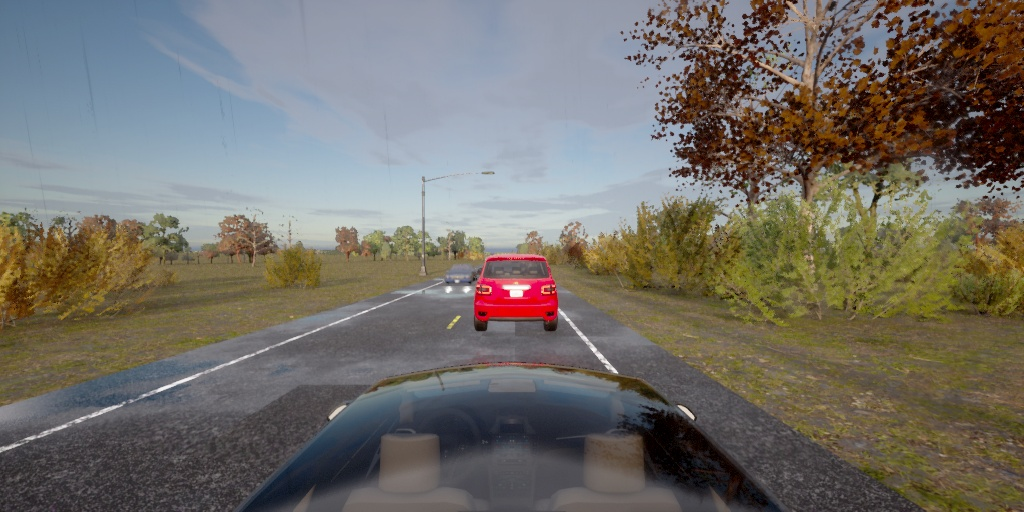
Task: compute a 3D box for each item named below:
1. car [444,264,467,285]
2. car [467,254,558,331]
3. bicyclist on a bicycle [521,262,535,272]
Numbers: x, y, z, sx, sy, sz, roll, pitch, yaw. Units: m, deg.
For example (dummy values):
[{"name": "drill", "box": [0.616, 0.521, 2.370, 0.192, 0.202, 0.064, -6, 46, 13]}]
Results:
[{"name": "car", "box": [-3.641, 1.288, 26.323, 2.033, 1.411, 5.357, 0, 0, -1]}, {"name": "car", "box": [0.093, 0.968, 11.066, 2.150, 2.045, 5.566, 0, 0, 0]}, {"name": "bicyclist on a bicycle", "box": [0.945, 1.114, 18.772, 0.659, 1.776, 1.843, 0, 0, 0]}]
